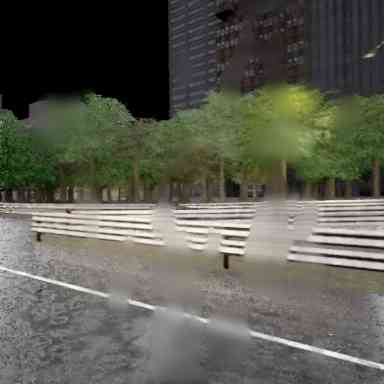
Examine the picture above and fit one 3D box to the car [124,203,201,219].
[{"bbox_3d":[-1.937,1.498,21.273,5.008,1.535,1.882,-1,0,12],"label":"car"}]
